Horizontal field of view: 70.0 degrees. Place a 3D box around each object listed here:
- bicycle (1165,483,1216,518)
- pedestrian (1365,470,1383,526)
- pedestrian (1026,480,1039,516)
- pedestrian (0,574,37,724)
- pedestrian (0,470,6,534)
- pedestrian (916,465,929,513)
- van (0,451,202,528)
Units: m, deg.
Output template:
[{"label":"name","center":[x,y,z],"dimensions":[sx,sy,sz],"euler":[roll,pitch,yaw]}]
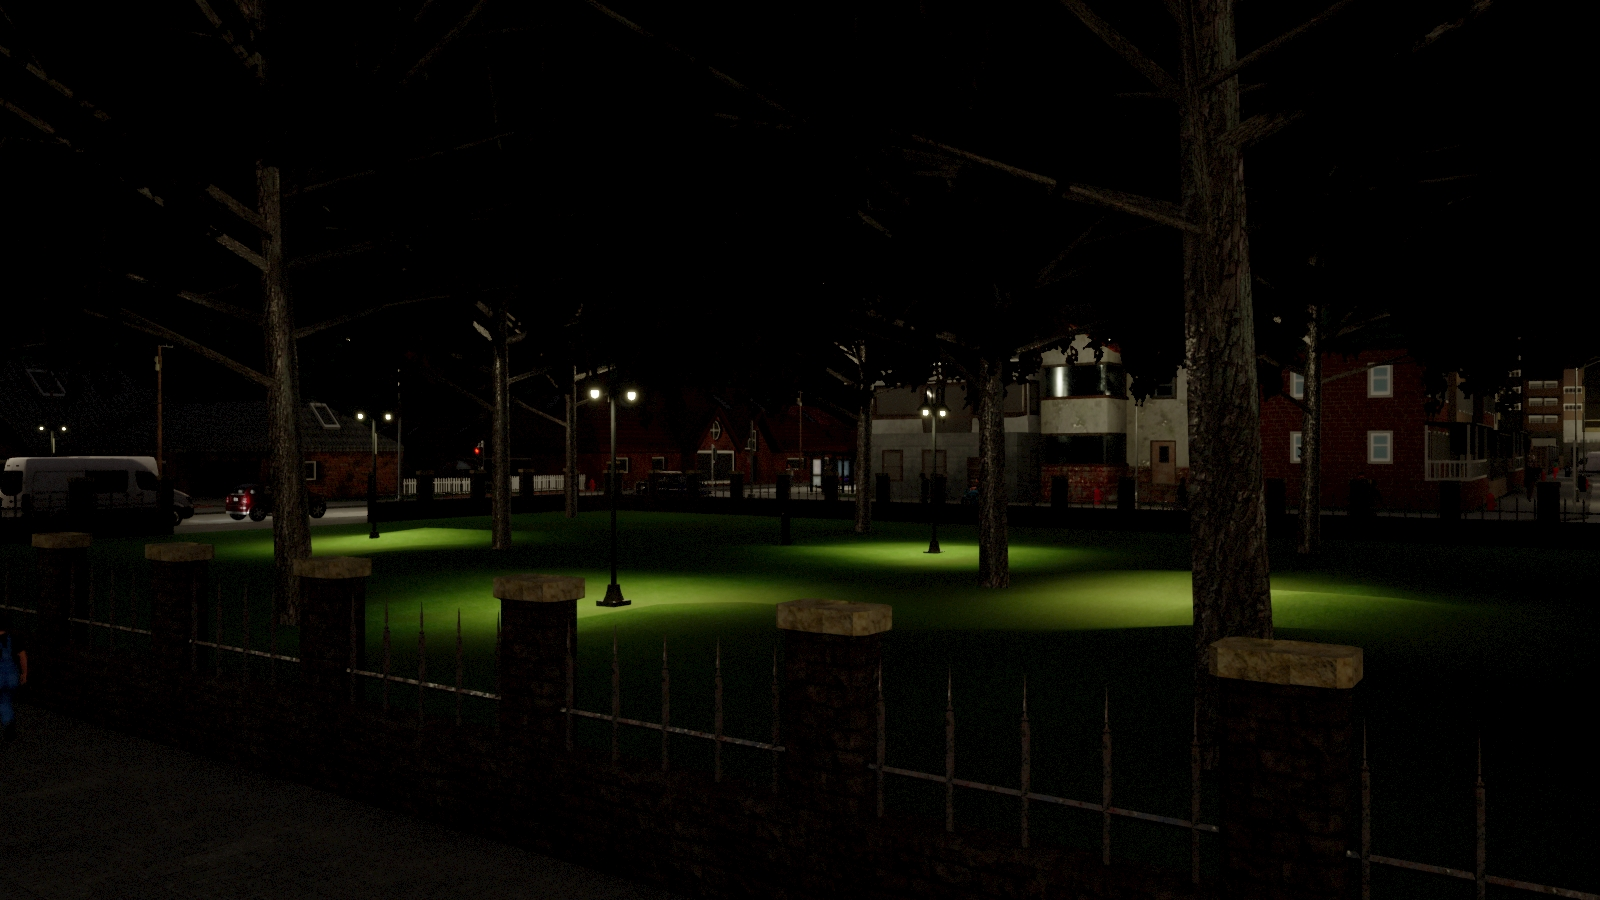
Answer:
[{"label":"bicycle","center":[15.092,1.940,44.195],"dimensions":[1.835,1.271,0.329],"euler":[0,0,35]},{"label":"pedestrian","center":[19.551,1.628,38.912],"dimensions":[0.375,1.860,0.375],"euler":[0,0,-25]},{"label":"pedestrian","center":[8.744,1.804,43.033],"dimensions":[0.375,1.300,0.375],"euler":[0,0,30]},{"label":"pedestrian","center":[-7.260,1.805,10.426],"dimensions":[0.375,1.300,0.375],"euler":[0,0,35]},{"label":"pedestrian","center":[-23.544,1.525,33.491],"dimensions":[0.375,1.860,0.375],"euler":[0,0,42]},{"label":"pedestrian","center":[4.825,1.524,44.823],"dimensions":[0.375,1.860,0.375],"euler":[0,0,35]},{"label":"van","center":[-24.847,1.314,40.778],"dimensions":[1.988,2.561,5.915],"euler":[0,0,36]}]
